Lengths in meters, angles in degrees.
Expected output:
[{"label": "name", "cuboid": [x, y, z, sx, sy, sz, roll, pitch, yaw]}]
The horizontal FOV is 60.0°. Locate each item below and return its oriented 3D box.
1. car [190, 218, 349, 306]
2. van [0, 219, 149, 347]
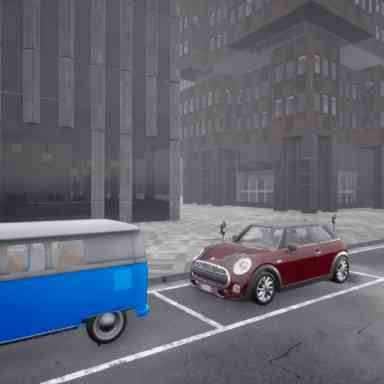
[{"label": "car", "cuboid": [1.920, 1.441, 7.987, 4.097, 1.590, 1.967, 0, 0, -35]}, {"label": "van", "cuboid": [-2.591, 1.341, 4.798, 3.998, 1.788, 1.690, 0, 0, -35]}]
